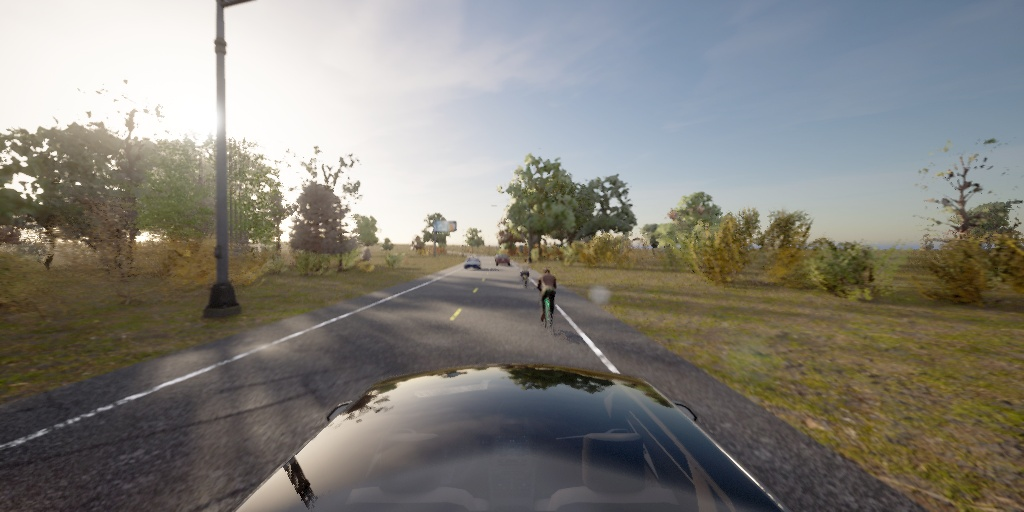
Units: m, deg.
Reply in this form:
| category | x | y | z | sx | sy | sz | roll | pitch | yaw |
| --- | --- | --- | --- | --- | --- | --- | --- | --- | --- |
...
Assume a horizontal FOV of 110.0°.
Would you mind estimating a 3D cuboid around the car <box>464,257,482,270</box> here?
| category | x | y | z | sx | sy | sz | roll | pitch | yaw |
| --- | --- | --- | --- | --- | --- | --- | --- | --- | --- |
| car | -4.437 | 0.855 | 41.049 | 2.033 | 1.411 | 5.357 | 0 | 1 | -2 |

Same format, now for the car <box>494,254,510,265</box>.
| category | x | y | z | sx | sy | sz | roll | pitch | yaw |
| --- | --- | --- | --- | --- | --- | --- | --- | --- | --- |
| car | -1.443 | 0.488 | 55.118 | 2.097 | 1.767 | 4.553 | 0 | 1 | -3 |

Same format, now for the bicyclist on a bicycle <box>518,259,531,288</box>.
| category | x | y | z | sx | sy | sz | roll | pitch | yaw |
| --- | --- | --- | --- | --- | --- | --- | --- | --- | --- |
| bicyclist on a bicycle | 0.751 | 0.982 | 20.235 | 0.866 | 1.612 | 1.509 | 0 | 1 | -1 |

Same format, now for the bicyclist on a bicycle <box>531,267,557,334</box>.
| category | x | y | z | sx | sy | sz | roll | pitch | yaw |
| --- | --- | --- | --- | --- | --- | --- | --- | --- | --- |
| bicyclist on a bicycle | 0.912 | 1.119 | 9.298 | 0.582 | 1.620 | 1.656 | 0 | 0 | 0 |
